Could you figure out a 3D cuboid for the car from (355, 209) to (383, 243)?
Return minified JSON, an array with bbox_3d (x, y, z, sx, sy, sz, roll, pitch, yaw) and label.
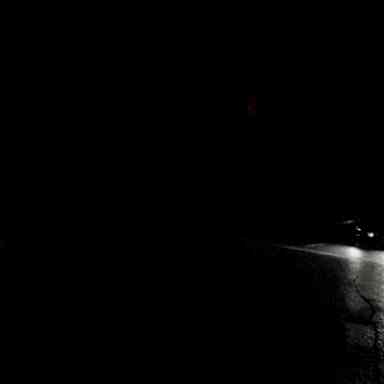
[{"bbox_3d":[9.209,1.490,14.843,4.892,1.490,1.837,0,0,-35],"label":"car"}]
